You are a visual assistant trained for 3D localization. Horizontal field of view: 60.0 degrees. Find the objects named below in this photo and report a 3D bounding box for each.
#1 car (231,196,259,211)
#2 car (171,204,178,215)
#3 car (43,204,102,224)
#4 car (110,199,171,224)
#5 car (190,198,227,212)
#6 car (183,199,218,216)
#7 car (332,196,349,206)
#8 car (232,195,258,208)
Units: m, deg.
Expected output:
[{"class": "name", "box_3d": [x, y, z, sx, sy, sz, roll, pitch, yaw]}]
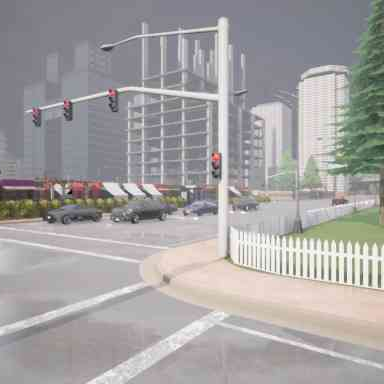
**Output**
[{"class": "car", "box_3d": [6.587, 1.505, 40.815, 1.837, 1.490, 4.892, 0, 0, 34]}, {"class": "car", "box_3d": [-3.524, 1.547, 32.122, 2.033, 1.411, 5.357, 0, 0, 34]}, {"class": "car", "box_3d": [-8.699, 1.564, 24.463, 1.994, 1.385, 4.181, 0, 0, 34]}, {"class": "car", "box_3d": [-3.986, 1.352, 25.185, 2.097, 1.767, 4.553, 0, 0, 34]}, {"class": "car", "box_3d": [2.114, 1.547, 40.463, 2.033, 1.411, 5.357, 0, 0, 34]}, {"class": "car", "box_3d": [0.959, 1.526, 32.484, 1.812, 1.442, 4.674, 0, 0, 34]}, {"class": "car", "box_3d": [23.981, 1.478, 53.722, 1.882, 1.535, 5.008, 0, 0, 34]}, {"class": "car", "box_3d": [7.809, 1.352, 48.821, 2.097, 1.767, 4.553, 0, 0, 34]}]
